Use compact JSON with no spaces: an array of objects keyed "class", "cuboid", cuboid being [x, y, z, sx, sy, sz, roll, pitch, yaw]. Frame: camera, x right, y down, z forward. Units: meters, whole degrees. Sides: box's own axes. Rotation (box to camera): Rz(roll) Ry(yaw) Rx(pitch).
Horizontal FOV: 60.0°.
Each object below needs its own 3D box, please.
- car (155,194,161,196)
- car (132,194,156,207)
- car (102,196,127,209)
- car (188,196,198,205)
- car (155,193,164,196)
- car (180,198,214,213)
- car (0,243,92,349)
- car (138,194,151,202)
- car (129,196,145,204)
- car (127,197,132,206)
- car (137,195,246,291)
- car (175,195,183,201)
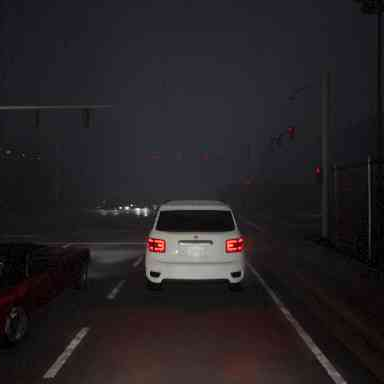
[{"class":"car","cuboid":[-6.981,1.525,58.275,1.812,1.442,4.674,0,0,0]},{"class":"car","cuboid":[-7.008,1.491,49.016,2.128,1.511,4.902,0,0,0]},{"class":"car","cuboid":[-10.522,1.352,44.627,2.097,1.767,4.553,0,0,0]},{"class":"car","cuboid":[0.193,1.525,61.621,1.812,1.442,4.674,0,0,0]},{"class":"car","cuboid":[-6.889,1.221,68.988,2.150,2.045,5.566,0,0,0]},{"class":"car","cuboid":[0.487,1.501,38.328,2.128,1.511,4.902,-1,1,-23]},{"class":"car","cuboid":[-3.433,1.601,6.207,1.895,1.301,4.718,0,0,1]},{"class":"car","cuboid":[-10.382,1.354,73.220,2.097,1.767,4.553,0,0,0]},{"class":"car","cuboid":[-10.449,1.491,63.171,2.128,1.511,4.902,0,0,1]},{"class":"car","cuboid":[-10.504,1.491,53.780,2.128,1.511,4.902,0,0,0]},{"class":"car","cuboid":[0.087,1.221,9.132,2.150,2.045,5.566,0,0,0]},{"class":"car","cuboid":[-3.361,1.540,86.071,2.033,1.411,5.357,0,0,0]}]
